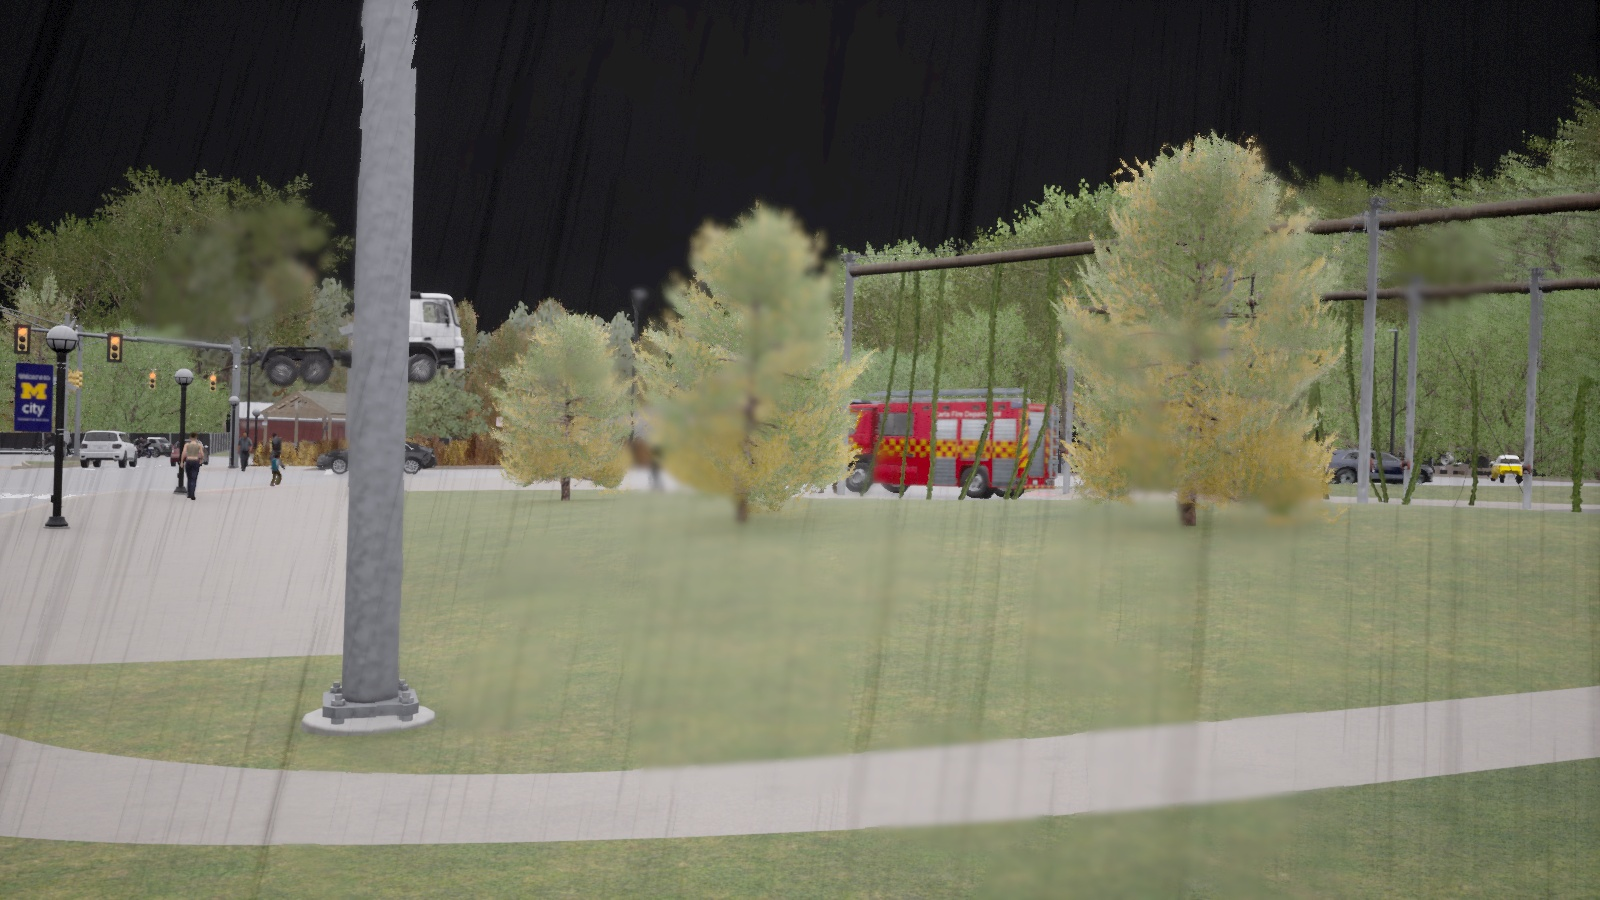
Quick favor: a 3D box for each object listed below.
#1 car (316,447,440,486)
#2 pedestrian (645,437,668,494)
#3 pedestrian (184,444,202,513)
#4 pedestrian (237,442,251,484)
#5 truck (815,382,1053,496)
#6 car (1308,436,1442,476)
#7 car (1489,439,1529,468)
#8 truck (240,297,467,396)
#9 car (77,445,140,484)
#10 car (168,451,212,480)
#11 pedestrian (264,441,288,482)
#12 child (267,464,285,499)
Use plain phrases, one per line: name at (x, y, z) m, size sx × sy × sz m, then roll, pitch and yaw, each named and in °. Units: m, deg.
car at (-18.054, 0.697, 53.746) m, size 4.892 × 1.490 × 1.837 m, roll -1°, pitch 1°, yaw -20°
pedestrian at (-4.674, 0.502, 40.876) m, size 0.376 × 1.854 × 0.720 m, roll 0°, pitch 1°, yaw -44°
pedestrian at (-16.488, 0.772, 34.105) m, size 0.345 × 1.836 × 0.594 m, roll 1°, pitch 0°, yaw -19°
pedestrian at (-24.441, 0.571, 55.237) m, size 0.540 × 1.848 × 0.694 m, roll 1°, pitch 0°, yaw -24°
truck at (4.789, -0.328, 46.097) m, size 8.468 × 3.827 × 2.891 m, roll 0°, pitch -1°, yaw 39°
car at (24.816, 0.227, 54.343) m, size 4.856 × 1.649 × 2.033 m, roll -1°, pitch 1°, yaw 2°
car at (35.535, 0.166, 63.001) m, size 1.481 × 1.376 × 2.207 m, roll 0°, pitch 2°, yaw 23°
truck at (-17.320, -4.055, 48.915) m, size 7.936 × 3.462 × 2.891 m, roll -4°, pitch 4°, yaw -22°
car at (-38.546, 0.799, 70.137) m, size 2.150 × 2.045 × 5.566 m, roll -1°, pitch 0°, yaw -19°
car at (-36.863, 0.901, 75.986) m, size 1.851 × 1.617 × 3.988 m, roll -1°, pitch 1°, yaw -19°
pedestrian at (-24.383, 0.521, 58.393) m, size 0.849 × 1.883 × 0.563 m, roll 1°, pitch 0°, yaw 10°
child at (-17.872, 1.066, 42.831) m, size 0.343 × 1.192 × 0.448 m, roll 1°, pitch 0°, yaw 23°
